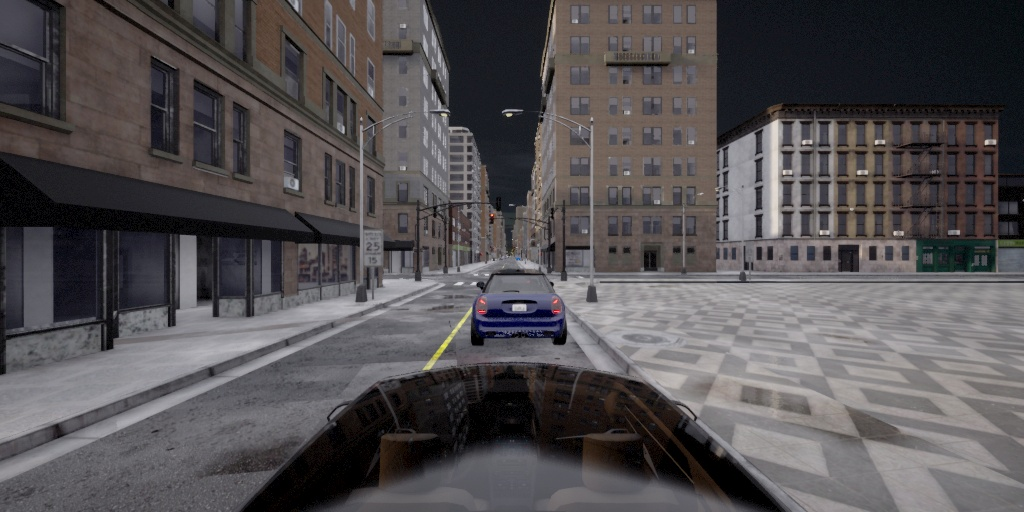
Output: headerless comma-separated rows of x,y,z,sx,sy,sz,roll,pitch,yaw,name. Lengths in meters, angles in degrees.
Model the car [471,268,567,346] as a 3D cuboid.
0.101,1.102,9.622,2.097,1.767,4.553,0,0,-1,car
